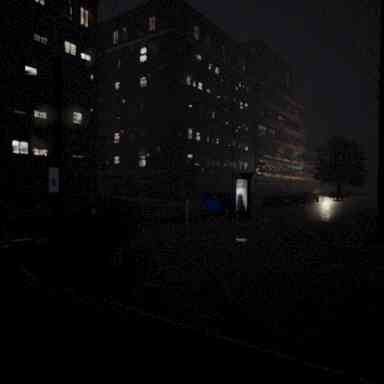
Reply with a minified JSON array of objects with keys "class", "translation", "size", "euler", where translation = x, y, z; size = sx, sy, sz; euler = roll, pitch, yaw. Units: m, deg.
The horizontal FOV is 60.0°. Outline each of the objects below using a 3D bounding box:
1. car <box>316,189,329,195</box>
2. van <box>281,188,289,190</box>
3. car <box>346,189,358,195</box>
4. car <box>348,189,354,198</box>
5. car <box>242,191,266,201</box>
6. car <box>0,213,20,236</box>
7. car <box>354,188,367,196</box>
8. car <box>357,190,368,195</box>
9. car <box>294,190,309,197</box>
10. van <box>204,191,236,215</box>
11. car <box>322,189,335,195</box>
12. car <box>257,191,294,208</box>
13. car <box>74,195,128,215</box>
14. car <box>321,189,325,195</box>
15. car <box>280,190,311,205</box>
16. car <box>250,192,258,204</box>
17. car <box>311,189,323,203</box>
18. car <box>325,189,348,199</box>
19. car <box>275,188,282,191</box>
[{"class":"car","translation":[32.073,0.032,81.432],"size":[1.947,1.339,4.313],"euler":[2,2,35]},{"class":"van","translation":[15.768,0.203,58.383],"size":[1.690,1.788,3.998],"euler":[2,2,35]},{"class":"car","translation":[40.735,-0.043,84.487],"size":[1.994,1.385,4.181],"euler":[1,1,35]},{"class":"car","translation":[28.582,0.376,62.860],"size":[1.887,1.381,4.507],"euler":[2,2,35]},{"class":"car","translation":[9.241,0.602,49.173],"size":[1.802,1.307,4.206],"euler":[2,2,35]},{"class":"car","translation":[-9.508,1.189,13.499],"size":[1.812,1.442,4.674],"euler":[1,1,35]},{"class":"car","translation":[38.378,0.138,76.700],"size":[1.887,1.381,4.507],"euler":[2,2,35]},{"class":"car","translation":[41.642,0.096,81.315],"size":[1.802,1.307,4.206],"euler":[2,2,35]},{"class":"car","translation":[22.288,0.285,67.607],"size":[1.802,1.307,4.206],"euler":[2,2,35]},{"class":"van","translation":[2.464,0.805,25.946],"size":[1.690,1.788,3.998],"euler":[2,2,35]},{"class":"car","translation":[35.335,-0.063,86.041],"size":[2.008,1.369,4.403],"euler":[2,2,35]},{"class":"car","translation":[8.991,0.872,35.180],"size":[1.947,1.339,4.313],"euler":[2,2,35]},{"class":"car","translation":[-7.067,0.958,26.129],"size":[1.887,1.381,4.507],"euler":[2,2,35]},{"class":"car","translation":[28.812,0.090,76.823],"size":[1.887,1.381,4.507],"euler":[2,2,35]},{"class":"car","translation":[12.256,0.772,39.792],"size":[1.887,1.381,4.507],"euler":[2,2,35]},{"class":"car","translation":[5.737,0.670,39.946],"size":[1.882,1.535,5.008],"euler":[1,1,35]},{"class":"car","translation":[15.521,0.714,44.407],"size":[1.947,1.339,4.313],"euler":[2,2,35]},{"class":"car","translation":[25.319,0.351,58.243],"size":[1.967,1.590,4.097],"euler":[2,2,35]},{"class":"car","translation":[12.405,0.469,53.641],"size":[1.752,1.417,4.829],"euler":[2,2,35]}]
